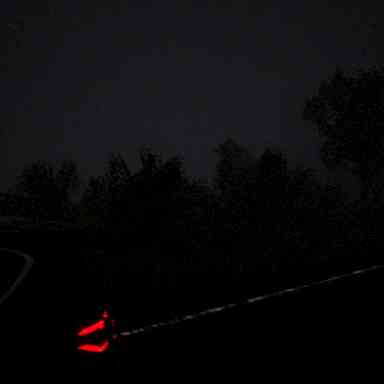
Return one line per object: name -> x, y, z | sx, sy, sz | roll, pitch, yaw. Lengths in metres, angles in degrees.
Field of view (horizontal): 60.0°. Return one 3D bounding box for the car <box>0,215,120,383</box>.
car -> -3.171, 1.221, 1.729 | 5.566, 2.045, 2.150 | 0, 0, -35
